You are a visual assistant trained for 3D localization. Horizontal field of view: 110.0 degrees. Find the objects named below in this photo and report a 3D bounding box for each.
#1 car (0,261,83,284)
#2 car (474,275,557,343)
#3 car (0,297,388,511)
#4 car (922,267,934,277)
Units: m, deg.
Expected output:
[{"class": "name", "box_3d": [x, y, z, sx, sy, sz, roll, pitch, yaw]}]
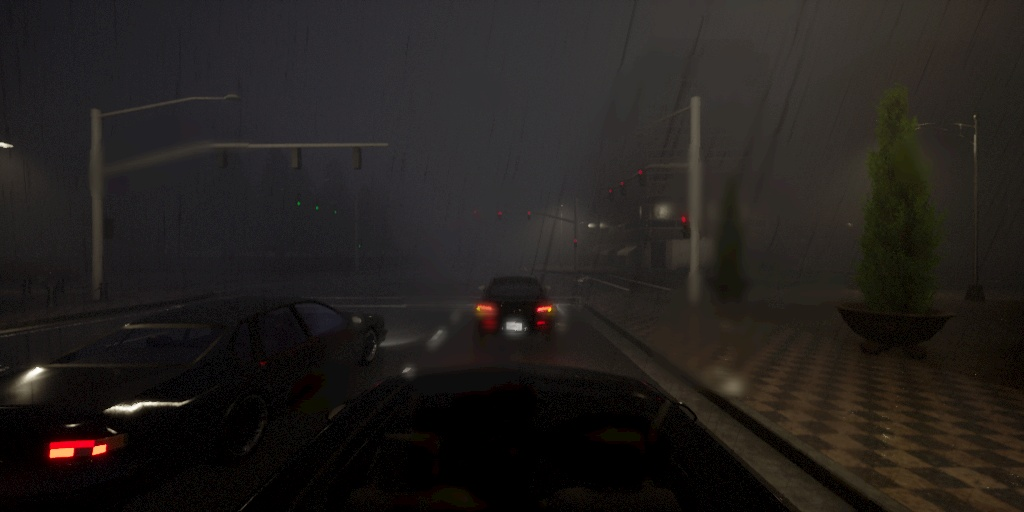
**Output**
[{"class": "car", "box_3d": [-32.548, 1.091, 24.497, 5.008, 1.535, 1.882, 0, 0, 0]}, {"class": "car", "box_3d": [0.077, 1.211, 9.363, 1.812, 1.442, 4.674, 0, 0, 0]}, {"class": "car", "box_3d": [-3.437, 1.271, 4.810, 2.033, 1.411, 5.357, 0, 0, 0]}, {"class": "car", "box_3d": [34.459, 1.148, 32.140, 4.718, 1.301, 1.895, 0, 0, 0]}]
